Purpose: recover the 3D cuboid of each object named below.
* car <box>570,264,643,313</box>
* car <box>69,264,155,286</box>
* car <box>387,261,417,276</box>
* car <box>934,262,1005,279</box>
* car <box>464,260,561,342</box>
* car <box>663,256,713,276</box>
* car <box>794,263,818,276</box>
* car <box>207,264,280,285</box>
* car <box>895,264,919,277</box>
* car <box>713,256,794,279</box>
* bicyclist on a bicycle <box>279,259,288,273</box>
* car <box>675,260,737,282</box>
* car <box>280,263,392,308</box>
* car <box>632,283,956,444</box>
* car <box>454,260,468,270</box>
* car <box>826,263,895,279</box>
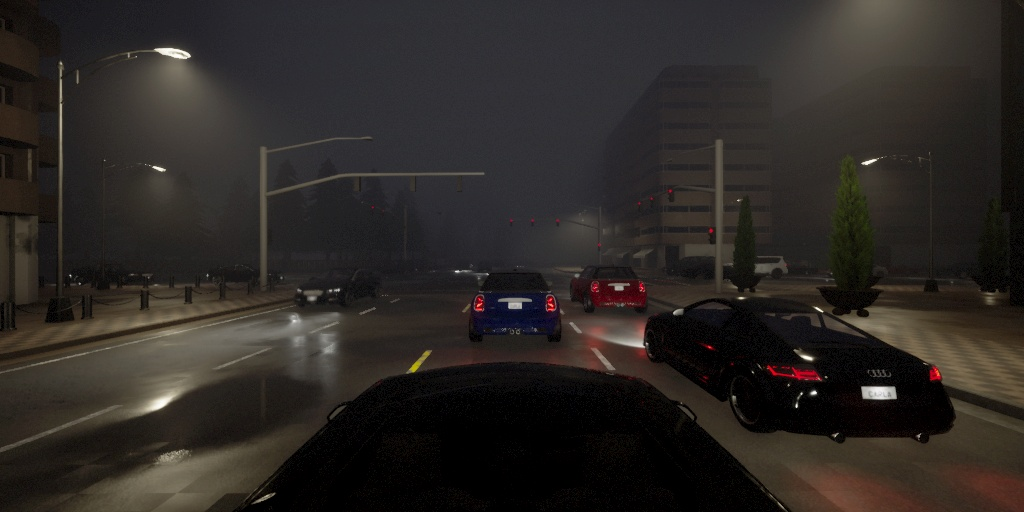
[{"bbox_3d":[3.609,1.102,14.172,2.097,1.767,4.553,0,0,0],"label":"car"},{"bbox_3d":[-28.522,1.297,25.671,4.902,1.511,2.128,0,0,0],"label":"car"},{"bbox_3d":[-12.326,1.296,36.797,4.902,1.511,2.128,0,1,-23],"label":"car"},{"bbox_3d":[42.139,1.283,33.101,5.008,1.535,1.882,0,0,0],"label":"car"},{"bbox_3d":[0.085,1.102,9.945,2.097,1.767,4.553,0,0,0],"label":"car"},{"bbox_3d":[18.432,1.028,36.537,5.566,2.045,2.150,0,0,0],"label":"car"},{"bbox_3d":[28.192,1.406,36.571,4.718,1.301,1.895,0,0,0],"label":"car"},{"bbox_3d":[-18.988,1.297,25.704,4.902,1.511,2.128,0,0,0],"label":"car"},{"bbox_3d":[38.238,1.406,36.598,4.718,1.301,1.895,0,0,0],"label":"car"},{"bbox_3d":[22.178,1.027,33.051,5.566,2.045,2.150,0,0,0],"label":"car"},{"bbox_3d":[-25.600,1.106,40.164,0.582,1.620,1.656,0,0,0],"label":"bicyclist on a bicycle"},{"bbox_3d":[16.520,1.283,29.388,5.008,1.535,1.882,0,0,1],"label":"car"},{"bbox_3d":[-7.075,1.241,15.143,2.128,1.511,4.902,0,0,0],"label":"car"},{"bbox_3d":[3.608,1.314,5.531,1.994,1.385,4.181,0,0,0],"label":"car"},{"bbox_3d":[-6.772,1.314,50.496,1.994,1.385,4.181,0,0,3],"label":"car"},{"bbox_3d":[31.815,1.331,33.081,4.674,1.442,1.812,0,0,0],"label":"car"}]
